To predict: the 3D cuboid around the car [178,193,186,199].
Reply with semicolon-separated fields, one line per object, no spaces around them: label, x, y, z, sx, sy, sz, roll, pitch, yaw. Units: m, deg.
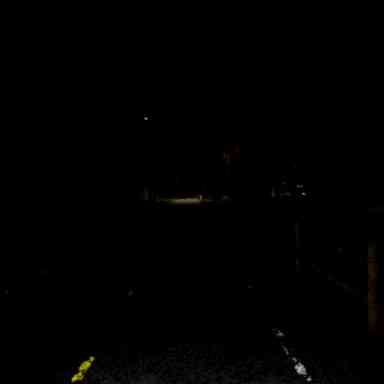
car;-2.759;1.097;91.117;2.097;1.767;4.553;0;0;0
